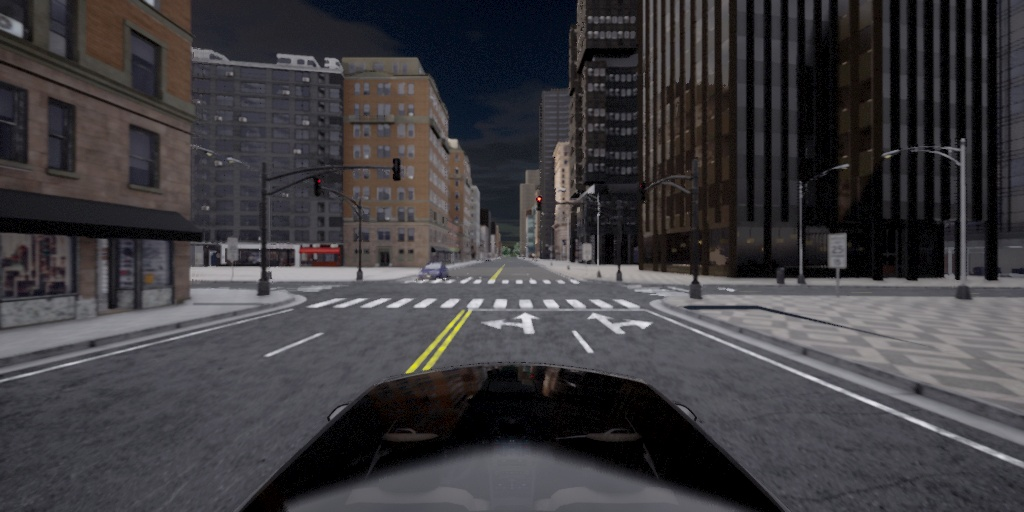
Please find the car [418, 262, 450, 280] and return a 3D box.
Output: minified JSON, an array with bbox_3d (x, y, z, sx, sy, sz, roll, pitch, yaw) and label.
[{"bbox_3d":[-6.482,1.271,30.170,1.812,1.442,4.674,0,1,0],"label":"car"}]
